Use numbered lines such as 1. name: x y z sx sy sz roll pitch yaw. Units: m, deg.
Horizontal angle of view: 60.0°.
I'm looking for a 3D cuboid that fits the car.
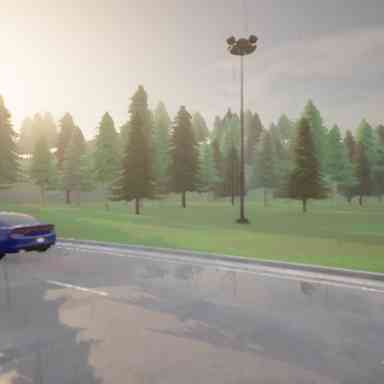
1. car: -7.262 1.456 12.268 5.008 1.535 1.882 0 0 28
